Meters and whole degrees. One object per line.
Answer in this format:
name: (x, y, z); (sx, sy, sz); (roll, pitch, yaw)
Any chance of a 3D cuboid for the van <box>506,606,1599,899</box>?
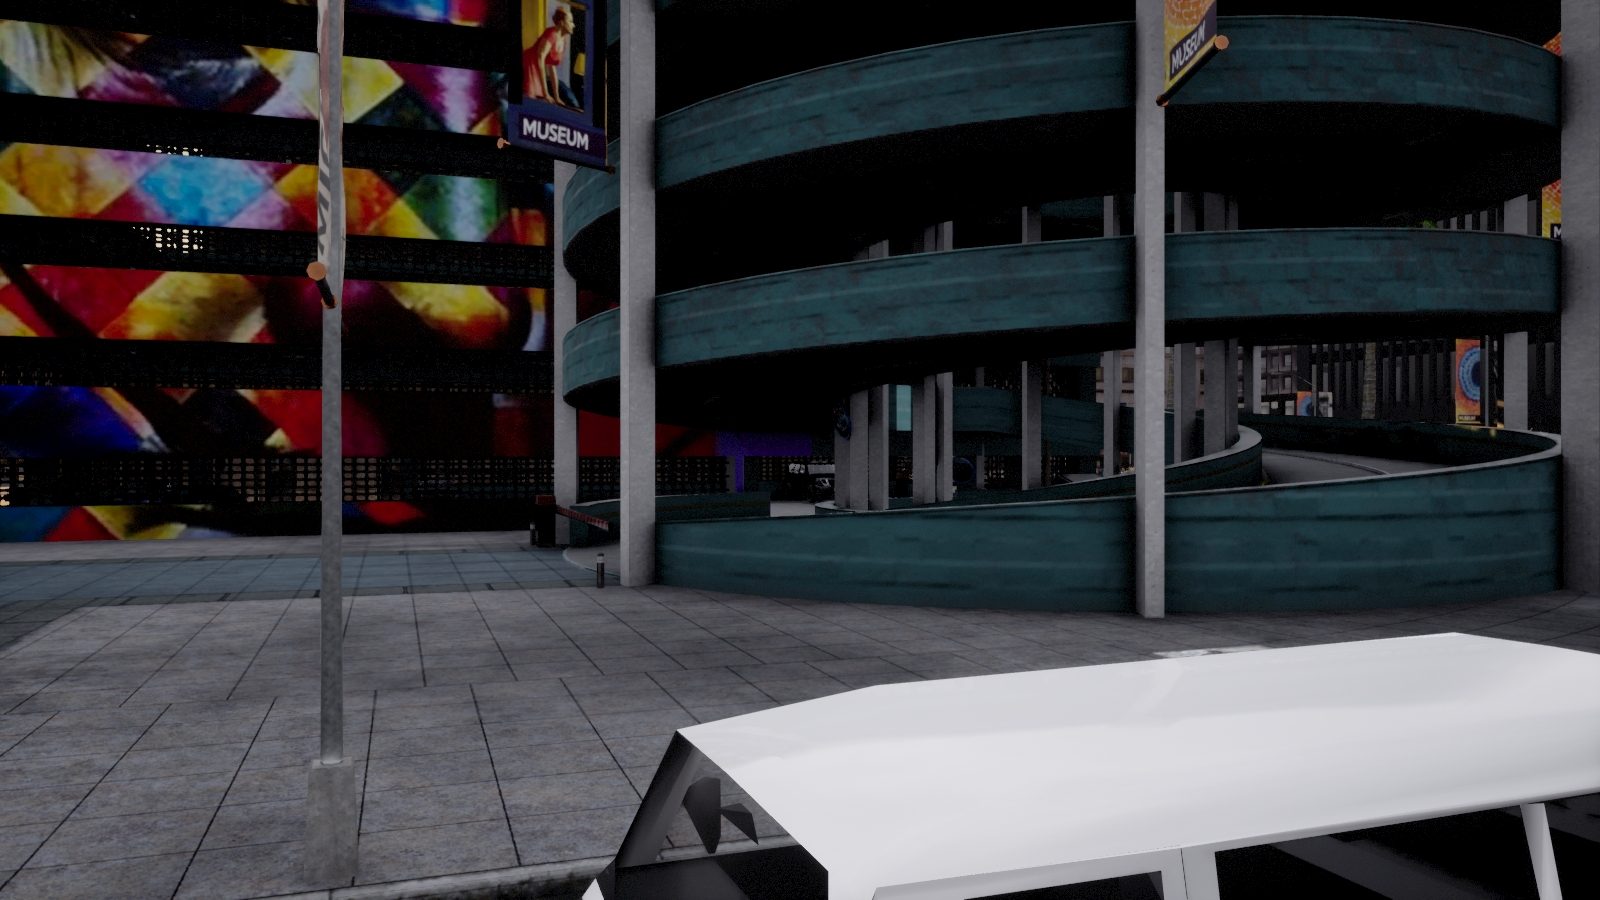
van: (1.425, 1.783, 3.850); (4.480, 2.038, 2.069); (0, 0, -21)
